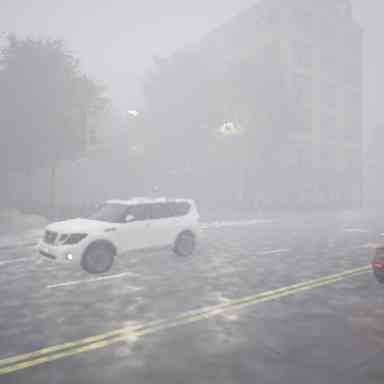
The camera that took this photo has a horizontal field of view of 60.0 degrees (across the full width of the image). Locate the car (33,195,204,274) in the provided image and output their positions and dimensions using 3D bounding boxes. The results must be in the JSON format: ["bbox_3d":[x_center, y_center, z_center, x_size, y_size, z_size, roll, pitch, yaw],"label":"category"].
[{"bbox_3d":[-2.011,1.216,11.015,2.150,2.045,5.566,2,1,45],"label":"car"}]

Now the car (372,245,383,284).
[{"bbox_3d":[6.236,1.514,8.184,4.674,1.442,1.812,0,0,-35],"label":"car"}]

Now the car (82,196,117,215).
[{"bbox_3d":[-9.688,1.338,34.620,2.097,1.767,4.553,0,0,-36],"label":"car"}]
